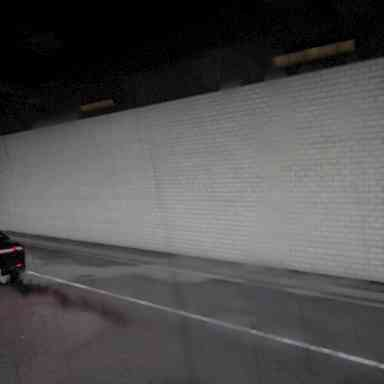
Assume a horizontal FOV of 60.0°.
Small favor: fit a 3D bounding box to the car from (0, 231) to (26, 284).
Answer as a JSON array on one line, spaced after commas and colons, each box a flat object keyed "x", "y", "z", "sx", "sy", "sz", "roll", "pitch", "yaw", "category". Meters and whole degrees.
[{"x": -6.110, "y": 1.493, "z": 8.354, "sx": 4.902, "sy": 1.511, "sz": 2.128, "roll": 0, "pitch": 0, "yaw": 36, "category": "car"}]
